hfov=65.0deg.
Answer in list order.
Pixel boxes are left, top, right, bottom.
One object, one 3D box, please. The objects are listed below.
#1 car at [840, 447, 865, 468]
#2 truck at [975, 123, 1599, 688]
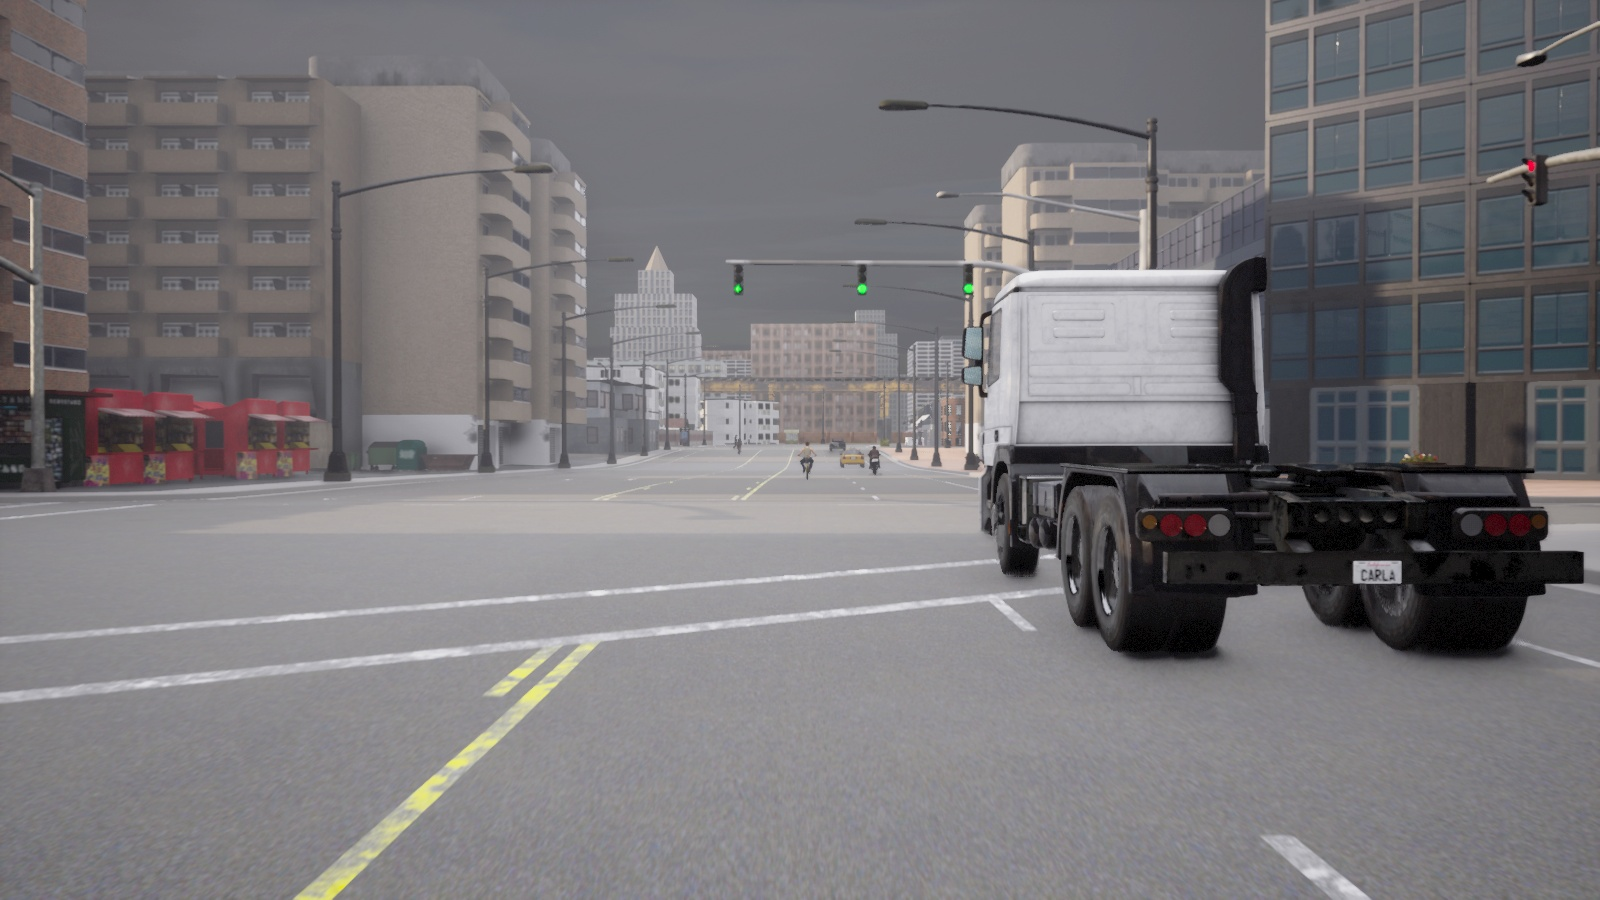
[{"bbox_3d":[4.074,0.554,97.973,1.801,1.575,5.366,0,1,0],"label":"car"},{"bbox_3d":[3.593,-0.302,11.683,2.891,3.462,7.936,0,0,1],"label":"truck"}]
